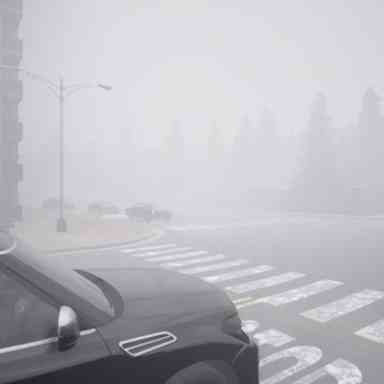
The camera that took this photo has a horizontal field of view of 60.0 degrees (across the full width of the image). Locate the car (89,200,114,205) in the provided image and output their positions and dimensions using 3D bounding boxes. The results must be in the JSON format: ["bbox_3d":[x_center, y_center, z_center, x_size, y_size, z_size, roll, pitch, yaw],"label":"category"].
[{"bbox_3d":[-8.828,1.507,32.996,1.994,1.385,4.181,0,0,-39],"label":"car"}]

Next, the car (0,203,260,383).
[{"bbox_3d":[-2.019,1.222,2.306,5.566,2.045,2.150,0,0,-35],"label":"car"}]

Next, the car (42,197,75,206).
[{"bbox_3d":[-16.195,1.448,40.293,4.892,1.490,1.837,0,0,33],"label":"car"}]
